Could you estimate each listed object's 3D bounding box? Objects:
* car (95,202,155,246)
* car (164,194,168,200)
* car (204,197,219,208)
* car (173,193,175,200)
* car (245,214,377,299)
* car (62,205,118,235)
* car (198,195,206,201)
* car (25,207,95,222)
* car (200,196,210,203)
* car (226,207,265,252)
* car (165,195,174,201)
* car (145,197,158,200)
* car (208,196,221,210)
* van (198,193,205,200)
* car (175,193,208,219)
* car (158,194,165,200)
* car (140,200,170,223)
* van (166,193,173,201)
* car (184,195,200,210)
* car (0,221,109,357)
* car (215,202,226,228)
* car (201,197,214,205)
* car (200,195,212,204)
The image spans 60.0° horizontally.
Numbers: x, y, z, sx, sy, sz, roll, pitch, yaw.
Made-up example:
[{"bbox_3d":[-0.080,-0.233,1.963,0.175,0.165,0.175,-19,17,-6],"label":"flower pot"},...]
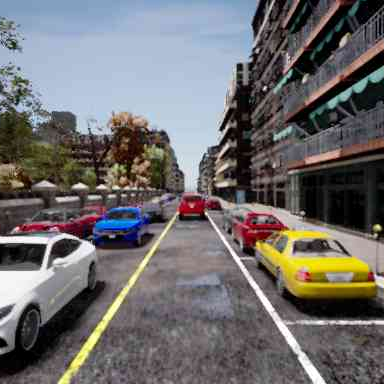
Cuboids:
[{"bbox_3d":[-3.091,1.459,15.430,1.882,1.535,5.008,0,0,0],"label":"car"},{"bbox_3d":[-5.722,1.493,58.007,2.008,1.369,4.403,0,0,0],"label":"car"},{"bbox_3d":[2.664,1.495,46.941,1.887,1.381,4.507,0,0,0],"label":"car"},{"bbox_3d":[-5.734,1.245,80.147,2.192,1.841,5.009,0,0,0],"label":"car"},{"bbox_3d":[2.683,1.515,8.365,1.752,1.417,4.829,0,0,0],"label":"car"},{"bbox_3d":[-5.703,1.521,19.261,1.887,1.381,4.507,0,0,0],"label":"car"},{"bbox_3d":[2.646,1.493,85.687,1.947,1.339,4.313,0,0,0],"label":"car"},{"bbox_3d":[-5.701,1.423,13.725,1.967,1.590,4.097,0,0,0],"label":"car"},{"bbox_3d":[2.653,1.502,69.082,1.947,1.339,4.313,0,0,0],"label":"car"},{"bbox_3d":[2.680,1.528,13.730,1.887,1.381,4.507,0,0,0],"label":"car"},{"bbox_3d":[-5.735,1.478,85.682,2.008,1.369,4.403,0,0,0],"label":"car"},{"bbox_3d":[-5.713,1.536,41.402,1.802,1.307,4.206,0,0,0],"label":"car"},{"bbox_3d":[2.667,1.500,41.406,1.887,1.381,4.507,0,0,0],"label":"car"},{"bbox_3d":[2.642,1.266,91.223,1.690,1.788,3.998,0,0,0],"label":"van"},{"bbox_3d":[-0.008,1.190,28.418,2.150,2.045,5.566,0,0,0],"label":"car"},{"bbox_3d":[-5.719,1.471,52.302,1.752,1.417,4.829,0,0,0],"label":"car"},{"bbox_3d":[-3.055,1.534,25.337,1.994,1.385,4.181,0,0,0],"label":"car"},{"bbox_3d":[-5.731,1.274,74.611,1.690,1.788,3.998,0,0,0],"label":"van"},{"bbox_3d":[0.030,1.304,43.771,2.097,1.767,4.553,0,0,0],"label":"car"},{"bbox_3d":[-3.113,1.518,6.155,1.812,1.442,4.674,0,0,0],"label":"car"},{"bbox_3d":[2.677,1.528,19.266,2.008,1.369,4.403,0,0,0],"label":"car"},{"bbox_3d":[2.659,1.509,58.012,1.947,1.339,4.313,0,0,0],"label":"car"},{"bbox_3d":[2.655,1.379,63.546,1.967,1.590,4.097,0,0,0],"label":"car"}]
